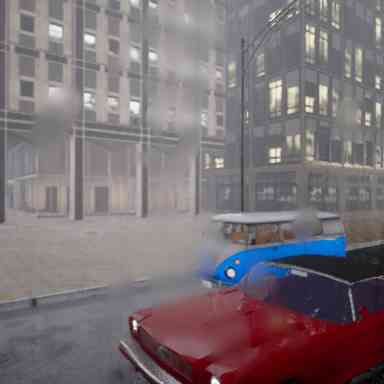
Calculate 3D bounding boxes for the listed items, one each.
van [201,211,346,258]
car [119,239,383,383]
[{"bbox_3d":[2.023,1.368,7.998,3.998,1.788,1.690,0,0,-35],"label":"van"},{"bbox_3d":[1.512,1.618,4.448,4.718,1.301,1.895,0,0,-35],"label":"car"}]
